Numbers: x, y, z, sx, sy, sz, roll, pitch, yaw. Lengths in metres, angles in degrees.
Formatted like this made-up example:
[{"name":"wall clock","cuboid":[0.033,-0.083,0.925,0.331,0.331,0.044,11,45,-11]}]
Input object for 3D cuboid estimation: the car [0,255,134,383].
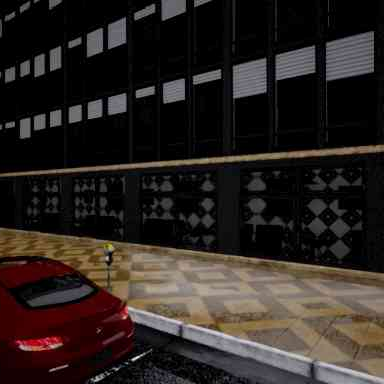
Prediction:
[{"name":"car","cuboid":[-2.644,1.582,4.713,4.206,1.307,1.802,0,0,35]}]
